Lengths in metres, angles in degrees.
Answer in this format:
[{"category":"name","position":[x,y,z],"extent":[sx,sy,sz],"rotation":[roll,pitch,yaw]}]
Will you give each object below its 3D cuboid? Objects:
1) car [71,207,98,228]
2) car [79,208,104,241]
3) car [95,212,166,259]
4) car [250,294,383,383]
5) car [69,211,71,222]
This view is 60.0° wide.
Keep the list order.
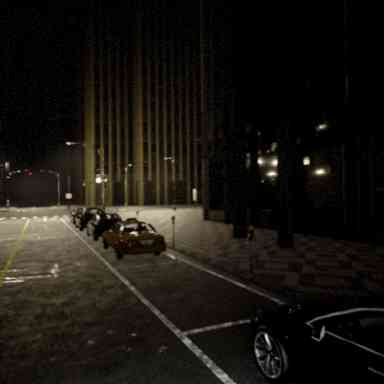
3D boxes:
[{"category":"car","position":[-7.131,1.791,23.510],"extent":[1.967,1.590,4.097],"rotation":[-1,-1,-25]},{"category":"car","position":[-4.777,1.815,18.382],"extent":[2.008,1.369,4.403],"rotation":[-1,-1,-25]},{"category":"car","position":[-2.497,1.705,13.411],"extent":[1.752,1.417,4.829],"rotation":[-1,-1,-25]},{"category":"car","position":[2.279,1.567,3.003],"extent":[1.947,1.339,4.313],"rotation":[-1,-1,-25]},{"category":"car","position":[-9.482,1.988,28.635],"extent":[2.008,1.369,4.403],"rotation":[-1,-1,-25]}]
